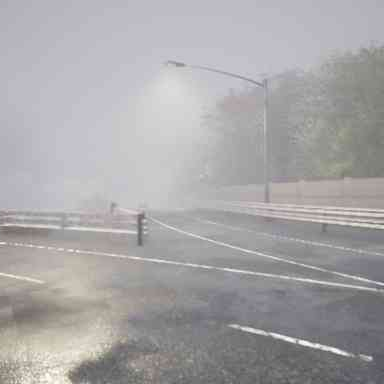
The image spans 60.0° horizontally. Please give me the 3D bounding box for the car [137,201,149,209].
[{"bbox_3d":[-9.412,2.508,64.051,2.128,1.511,4.902,-1,-3,-10],"label":"car"}]
